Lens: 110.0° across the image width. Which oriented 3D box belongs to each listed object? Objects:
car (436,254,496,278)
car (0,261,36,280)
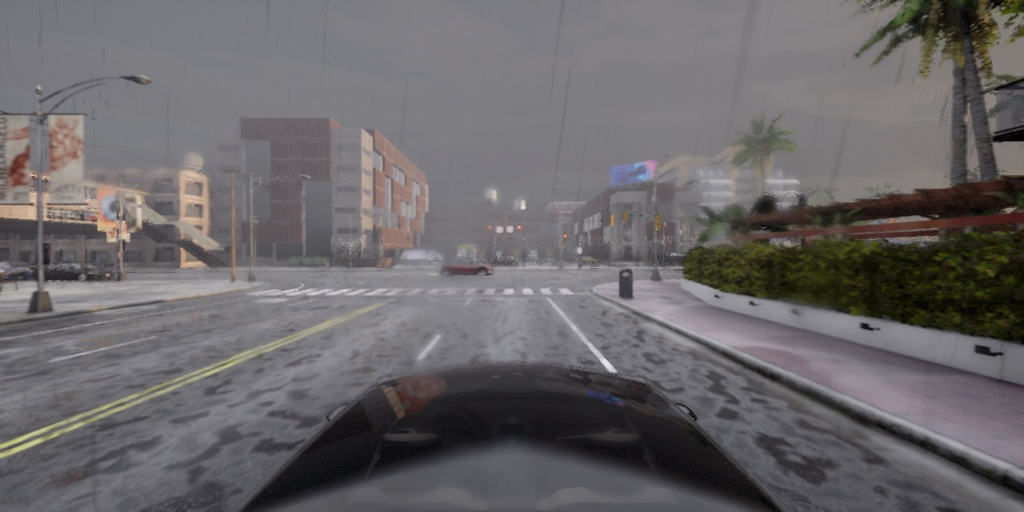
[{"bbox_3d":[-3.887,0.924,30.973,4.553,1.767,2.097,-1,0,0],"label":"car"},{"bbox_3d":[-49.973,1.324,34.439,5.357,1.411,2.033,0,0,1],"label":"car"}]
